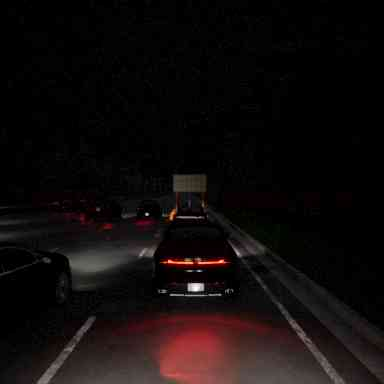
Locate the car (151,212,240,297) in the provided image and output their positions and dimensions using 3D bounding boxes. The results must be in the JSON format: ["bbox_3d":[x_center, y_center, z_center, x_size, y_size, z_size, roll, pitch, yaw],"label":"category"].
[{"bbox_3d":[0.055,1.505,8.544,1.837,1.490,4.892,0,0,0],"label":"car"}]

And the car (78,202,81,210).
[{"bbox_3d":[-10.663,1.504,36.875,1.837,1.490,4.892,0,0,0],"label":"car"}]

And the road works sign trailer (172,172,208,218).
[{"bbox_3d":[-0.167,0.464,22.800,2.380,3.560,2.880,0,0,-3],"label":"road works sign trailer"}]

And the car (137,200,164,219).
[{"bbox_3d":[-3.600,1.504,28.883,1.837,1.490,4.892,0,0,0],"label":"car"}]

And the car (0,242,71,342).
[{"bbox_3d":[-3.422,1.490,5.033,2.128,1.511,4.902,0,0,0],"label":"car"}]

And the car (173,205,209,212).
[{"bbox_3d":[-0.045,1.488,18.930,2.128,1.511,4.902,0,0,1],"label":"car"}]

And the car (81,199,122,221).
[{"bbox_3d":[-7.087,1.352,27.177,2.097,1.767,4.553,0,0,0],"label":"car"}]

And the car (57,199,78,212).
[{"bbox_3d":[-14.176,1.526,38.799,1.812,1.442,4.674,0,0,-2],"label":"car"}]
